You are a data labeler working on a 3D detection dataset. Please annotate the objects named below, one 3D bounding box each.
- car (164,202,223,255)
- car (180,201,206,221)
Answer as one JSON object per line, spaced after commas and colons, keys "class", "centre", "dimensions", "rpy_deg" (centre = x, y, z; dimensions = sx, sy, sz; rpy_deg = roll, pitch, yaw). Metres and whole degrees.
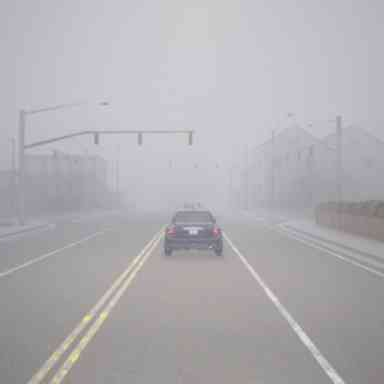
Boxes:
{"class": "car", "centre": [0.065, 1.423, 13.687], "dimensions": [2.097, 1.767, 4.553], "rpy_deg": [0, 0, 0]}
{"class": "car", "centre": [0.070, 1.616, 29.624], "dimensions": [2.128, 1.511, 4.902], "rpy_deg": [0, 0, 0]}
